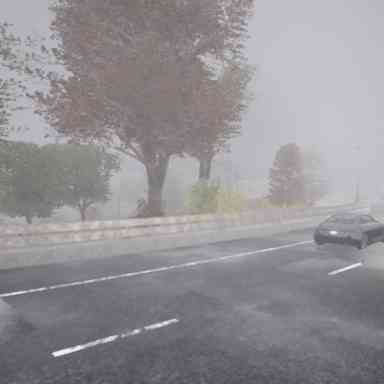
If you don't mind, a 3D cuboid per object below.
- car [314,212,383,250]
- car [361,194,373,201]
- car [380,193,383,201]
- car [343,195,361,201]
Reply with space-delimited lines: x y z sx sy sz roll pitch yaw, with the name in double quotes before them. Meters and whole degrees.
"car" 7.122 1.594 14.699 4.181 1.385 1.994 0 0 -44
"car" 43.517 1.331 83.893 2.097 1.767 4.553 0 0 2
"car" 48.120 1.186 82.117 2.150 2.045 5.566 0 0 17
"car" 40.029 1.510 84.193 2.128 1.511 4.902 0 0 2
